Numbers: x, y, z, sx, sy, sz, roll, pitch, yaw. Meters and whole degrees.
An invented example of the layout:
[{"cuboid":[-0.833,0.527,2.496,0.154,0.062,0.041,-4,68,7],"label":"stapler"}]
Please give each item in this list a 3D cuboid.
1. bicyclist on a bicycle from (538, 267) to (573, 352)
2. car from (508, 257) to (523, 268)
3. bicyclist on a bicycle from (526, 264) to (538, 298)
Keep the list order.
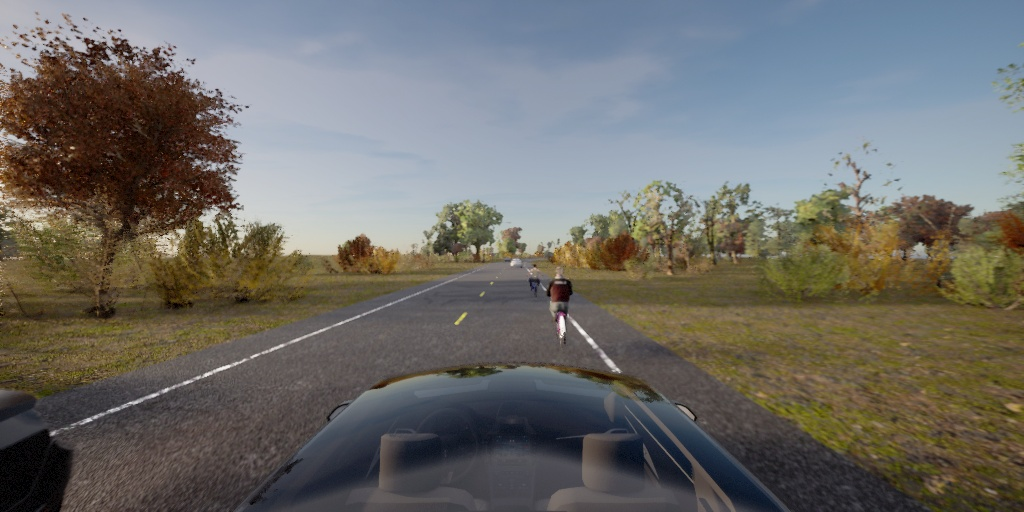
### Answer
[{"cuboid":[1.042,1.118,8.011,0.659,1.776,1.843,0,0,1],"label":"bicyclist on a bicycle"},{"cuboid":[0.723,1.229,60.673,1.812,1.442,4.674,0,0,1],"label":"car"},{"cuboid":[1.117,1.184,17.610,0.866,1.612,1.509,0,0,1],"label":"bicyclist on a bicycle"}]
